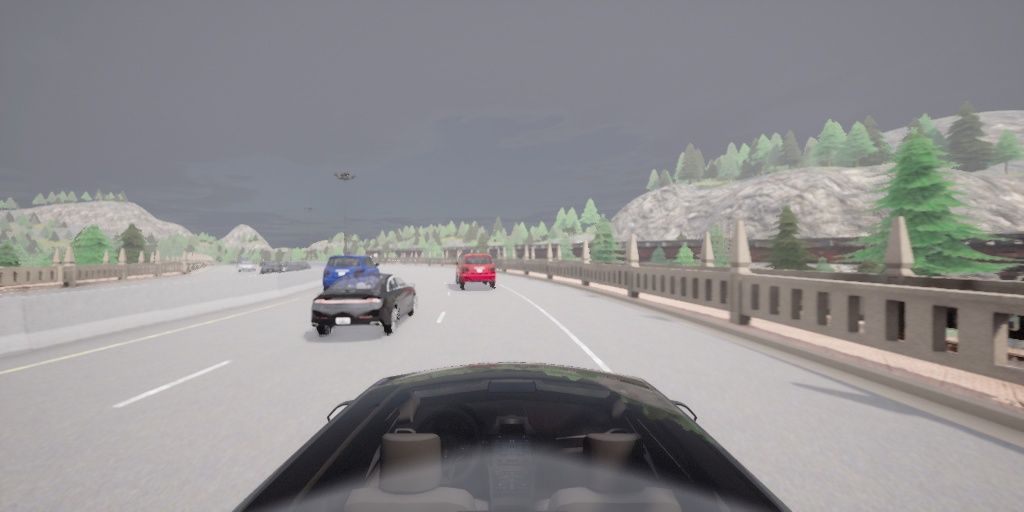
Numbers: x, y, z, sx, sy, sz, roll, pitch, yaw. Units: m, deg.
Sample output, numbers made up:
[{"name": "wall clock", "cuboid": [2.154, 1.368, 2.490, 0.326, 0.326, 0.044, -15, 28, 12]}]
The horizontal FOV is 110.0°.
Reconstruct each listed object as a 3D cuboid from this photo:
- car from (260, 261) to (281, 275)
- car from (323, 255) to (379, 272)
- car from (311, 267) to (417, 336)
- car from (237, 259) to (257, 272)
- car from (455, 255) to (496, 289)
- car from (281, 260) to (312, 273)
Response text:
[{"name": "car", "cuboid": [-27.662, 1.438, 41.478, 1.994, 1.385, 4.181, -1, 0, -28]}, {"name": "car", "cuboid": [-8.991, 0.980, 20.468, 2.150, 2.045, 5.566, 0, 0, -11]}, {"name": "car", "cuboid": [-4.023, 1.241, 10.472, 2.128, 1.511, 4.902, 0, 0, -5]}, {"name": "car", "cuboid": [-36.691, 1.479, 49.735, 1.812, 1.442, 4.674, -1, 0, -34]}, {"name": "car", "cuboid": [-2.412, 0.931, 23.106, 2.150, 2.045, 5.566, 0, 0, -12]}, {"name": "car", "cuboid": [-21.052, 1.329, 35.482, 1.837, 1.490, 4.892, 0, 0, -22]}]
